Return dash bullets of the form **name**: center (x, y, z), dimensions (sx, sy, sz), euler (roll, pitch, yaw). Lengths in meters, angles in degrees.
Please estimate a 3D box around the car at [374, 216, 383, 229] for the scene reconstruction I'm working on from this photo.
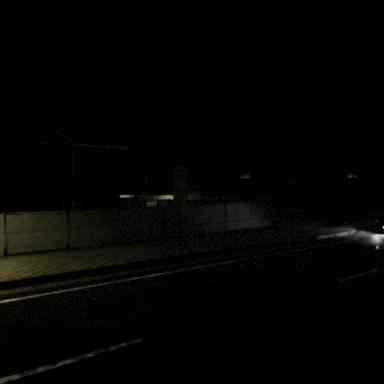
- **car**: center (12.234, 1.361, 16.944), dimensions (5.357, 1.411, 2.033), euler (-1, 0, -7)
